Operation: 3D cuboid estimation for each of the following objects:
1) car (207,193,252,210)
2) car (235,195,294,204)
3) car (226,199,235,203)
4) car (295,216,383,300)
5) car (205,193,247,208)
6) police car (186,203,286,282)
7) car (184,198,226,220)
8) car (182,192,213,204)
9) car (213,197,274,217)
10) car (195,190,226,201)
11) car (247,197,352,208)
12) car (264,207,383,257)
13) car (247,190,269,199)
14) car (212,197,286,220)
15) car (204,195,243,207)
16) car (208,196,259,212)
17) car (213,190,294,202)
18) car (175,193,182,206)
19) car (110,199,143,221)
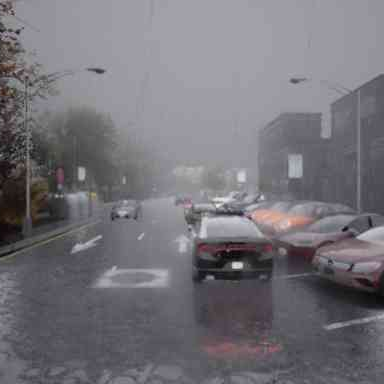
[{"bbox_3d":[4.263,1.042,37.956,4.553,1.767,2.185,1,0,-21],"label":"car"},{"bbox_3d":[4.876,1.203,16.960,4.553,1.767,2.185,1,1,-22],"label":"car"},{"bbox_3d":[4.760,1.342,19.956,4.674,1.452,2.002,1,0,-22],"label":"car"},{"bbox_3d":[5.092,1.449,7.952,4.674,1.452,2.002,1,1,-22],"label":"car"},{"bbox_3d":[4.184,1.023,40.956,4.553,1.767,2.185,1,0,-22],"label":"car"},{"bbox_3d":[0.895,1.332,9.659,1.930,1.638,5.238,0,1,-2],"label":"police car"},{"bbox_3d":[0.622,1.325,19.546,1.837,1.490,4.892,0,0,-2],"label":"car"},{"bbox_3d":[0.462,1.123,25.512,2.097,1.767,4.553,0,0,-2],"label":"car"},{"bbox_3d":[4.501,1.261,28.945,4.792,1.488,2.163,1,1,-21],"label":"car"},{"bbox_3d":[3.549,0.755,65.004,5.566,2.045,2.435,1,0,-22],"label":"car"},{"bbox_3d":[4.956,1.229,13.960,4.553,1.767,2.185,1,1,-22],"label":"car"},{"bbox_3d":[4.979,1.410,10.941,4.792,1.488,2.163,1,1,-22],"label":"car"},{"bbox_3d":[16.047,0.669,81.364,2.435,2.045,5.566,0,1,-23],"label":"car"},{"bbox_3d":[4.435,1.249,25.884,5.366,1.575,1.946,1,1,-22],"label":"car"},{"bbox_3d":[4.135,1.170,43.966,4.674,1.452,2.002,1,1,-22],"label":"car"},{"bbox_3d":[4.348,1.218,34.944,4.792,1.488,2.163,1,1,-22],"label":"car"},{"bbox_3d":[4.676,1.027,22.930,5.566,2.045,2.435,1,1,-22],"label":"car"},{"bbox_3d":[-1.311,0.976,47.443,2.097,1.767,4.553,0,0,-1],"label":"car"},{"bbox_3d":[-4.719,1.270,24.536,2.128,1.511,4.902,0,0,-2],"label":"car"}]
